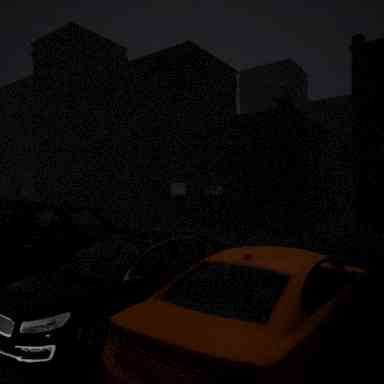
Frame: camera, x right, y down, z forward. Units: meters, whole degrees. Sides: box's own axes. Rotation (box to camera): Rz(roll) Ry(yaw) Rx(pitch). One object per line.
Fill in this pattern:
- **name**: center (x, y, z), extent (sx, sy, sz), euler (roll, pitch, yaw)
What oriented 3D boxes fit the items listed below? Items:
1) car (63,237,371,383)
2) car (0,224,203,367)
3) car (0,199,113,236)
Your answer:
- **car**: center (1.129, 1.488, 4.544), extent (2.097, 1.535, 5.008), euler (0, 0, 35)
- **car**: center (-1.025, 1.502, 6.095), extent (2.231, 1.521, 4.892), euler (0, 0, 36)
- **car**: center (-3.275, 1.263, 7.728), extent (2.435, 2.045, 5.566), euler (0, 0, 35)
